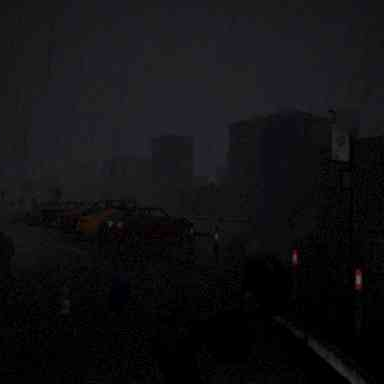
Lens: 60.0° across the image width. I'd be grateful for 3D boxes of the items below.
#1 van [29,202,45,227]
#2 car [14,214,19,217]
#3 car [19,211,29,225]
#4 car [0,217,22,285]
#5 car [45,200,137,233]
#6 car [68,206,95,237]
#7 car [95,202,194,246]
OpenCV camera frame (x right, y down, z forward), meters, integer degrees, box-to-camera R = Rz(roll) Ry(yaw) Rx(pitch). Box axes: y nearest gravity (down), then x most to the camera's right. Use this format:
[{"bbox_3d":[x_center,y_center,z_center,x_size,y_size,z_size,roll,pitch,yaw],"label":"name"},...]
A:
[{"bbox_3d":[-9.881,1.724,25.907,4.442,1.987,1.878,0,-2,-39],"label":"van"},{"bbox_3d":[-13.414,2.134,30.697,5.366,1.575,1.946,0,-2,-39],"label":"car"},{"bbox_3d":[-11.736,1.913,28.308,4.553,1.767,2.185,0,-2,-39],"label":"car"},{"bbox_3d":[-5.248,1.555,7.425,1.882,1.535,5.008,1,-1,-21],"label":"car"},{"bbox_3d":[-5.886,1.536,21.178,5.566,2.045,2.435,0,-2,-39],"label":"car"},{"bbox_3d":[-4.007,1.727,18.940,5.008,1.535,2.097,0,-1,-40],"label":"car"},{"bbox_3d":[-2.095,1.539,16.585,4.553,1.767,2.185,0,-1,-40],"label":"car"}]
